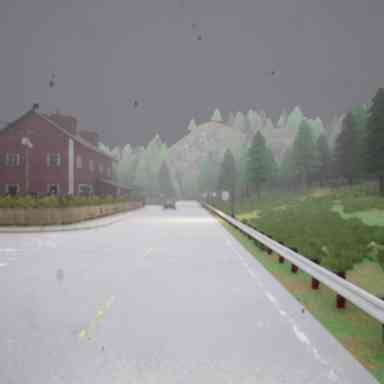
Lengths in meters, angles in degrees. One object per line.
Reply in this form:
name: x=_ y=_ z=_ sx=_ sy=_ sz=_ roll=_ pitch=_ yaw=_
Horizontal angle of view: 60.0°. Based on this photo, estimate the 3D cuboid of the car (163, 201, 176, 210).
car: x=-3.543 y=2.123 z=53.532 sx=2.033 sy=1.411 sz=5.357 roll=0 pitch=-1 yaw=0
